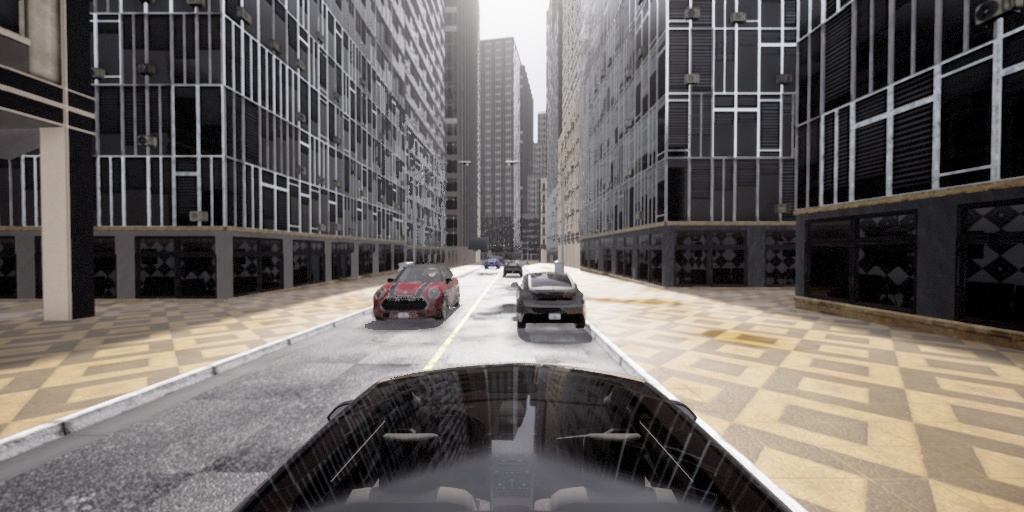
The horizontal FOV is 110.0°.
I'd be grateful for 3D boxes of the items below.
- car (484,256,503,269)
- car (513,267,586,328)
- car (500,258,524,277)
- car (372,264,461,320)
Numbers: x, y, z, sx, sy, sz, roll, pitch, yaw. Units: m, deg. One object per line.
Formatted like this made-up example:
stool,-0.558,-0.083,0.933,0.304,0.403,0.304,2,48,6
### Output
car,-3.020,0.962,54.994,2.150,2.045,5.566,0,0,0
car,1.063,1.249,11.268,1.837,1.490,4.892,0,0,0
car,0.099,1.243,35.659,1.837,1.490,4.892,0,0,1
car,-3.087,1.094,12.452,2.097,1.767,4.553,0,0,0
